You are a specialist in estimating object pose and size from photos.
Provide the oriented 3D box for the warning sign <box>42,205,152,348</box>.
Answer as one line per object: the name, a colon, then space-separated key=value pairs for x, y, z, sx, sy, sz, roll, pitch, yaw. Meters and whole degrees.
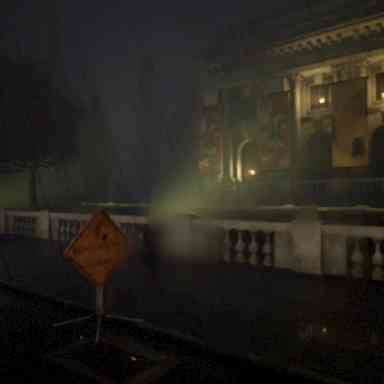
warning sign: x=-1.473 y=1.158 z=5.276 sx=1.060 sy=1.860 sz=1.300 roll=-1 pitch=0 yaw=35
